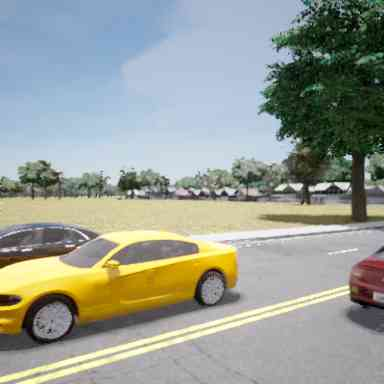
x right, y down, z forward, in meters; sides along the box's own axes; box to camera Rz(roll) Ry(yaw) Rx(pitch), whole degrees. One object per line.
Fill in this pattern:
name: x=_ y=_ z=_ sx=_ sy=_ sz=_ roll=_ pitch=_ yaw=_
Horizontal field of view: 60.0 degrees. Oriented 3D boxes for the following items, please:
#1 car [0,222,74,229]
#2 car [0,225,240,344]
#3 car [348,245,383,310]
car: x=-4.319 y=1.571 z=8.536 sx=4.892 sy=1.490 sz=1.837 roll=1 pitch=-1 yaw=-35
car: x=-1.291 y=1.545 z=6.679 sx=5.008 sy=1.535 sz=1.882 roll=1 pitch=-1 yaw=-35
car: x=5.088 y=1.643 z=6.884 sx=4.674 sy=1.442 sz=1.812 roll=1 pitch=-1 yaw=-35
